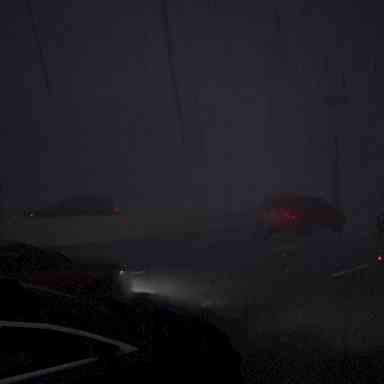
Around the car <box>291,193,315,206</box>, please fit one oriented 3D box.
[{"bbox_3d":[18.849,1.274,56.453,2.150,2.045,5.566,0,0,38],"label":"car"}]

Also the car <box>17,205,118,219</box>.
[{"bbox_3d":[-7.322,1.260,20.477,5.566,2.045,2.150,0,0,-38],"label":"car"}]

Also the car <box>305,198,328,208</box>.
[{"bbox_3d":[19.309,1.647,51.423,1.895,1.301,4.718,0,0,39],"label":"car"}]

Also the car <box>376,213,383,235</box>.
[{"bbox_3d":[11.536,1.501,17.739,4.902,1.511,2.128,0,0,-42],"label":"car"}]

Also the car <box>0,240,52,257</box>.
[{"bbox_3d":[-3.194,1.577,5.883,4.181,1.385,1.994,0,0,-36],"label":"car"}]

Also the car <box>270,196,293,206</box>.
[{"bbox_3d":[15.702,1.552,58.103,2.128,1.511,4.902,0,0,38],"label":"car"}]

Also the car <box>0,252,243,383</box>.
[{"bbox_3d":[-1.726,1.498,2.631,4.902,1.511,2.128,0,0,-36],"label":"car"}]

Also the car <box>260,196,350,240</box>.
[{"bbox_3d":[5.881,1.239,17.430,5.566,2.045,2.150,0,0,-40],"label":"car"}]
